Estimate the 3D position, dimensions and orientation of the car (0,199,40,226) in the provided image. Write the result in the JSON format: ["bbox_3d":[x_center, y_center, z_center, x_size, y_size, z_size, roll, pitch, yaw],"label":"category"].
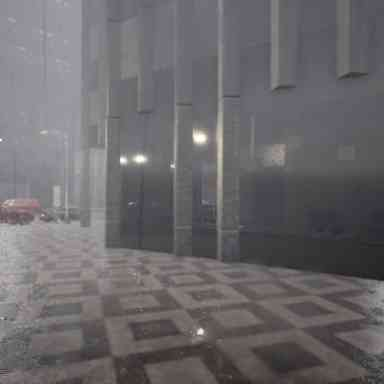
[{"bbox_3d":[-14.532,1.696,24.847,2.192,1.841,5.009,0,0,35],"label":"car"}]

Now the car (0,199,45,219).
[{"bbox_3d":[-18.211,1.663,34.392,2.192,1.841,5.009,0,0,35],"label":"car"}]

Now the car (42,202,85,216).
[{"bbox_3d":[-14.946,1.944,38.992,1.947,1.339,4.313,0,0,35],"label":"car"}]

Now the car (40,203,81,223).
[{"bbox_3d":[-11.266,1.976,29.449,1.947,1.339,4.313,0,0,35],"label":"car"}]
